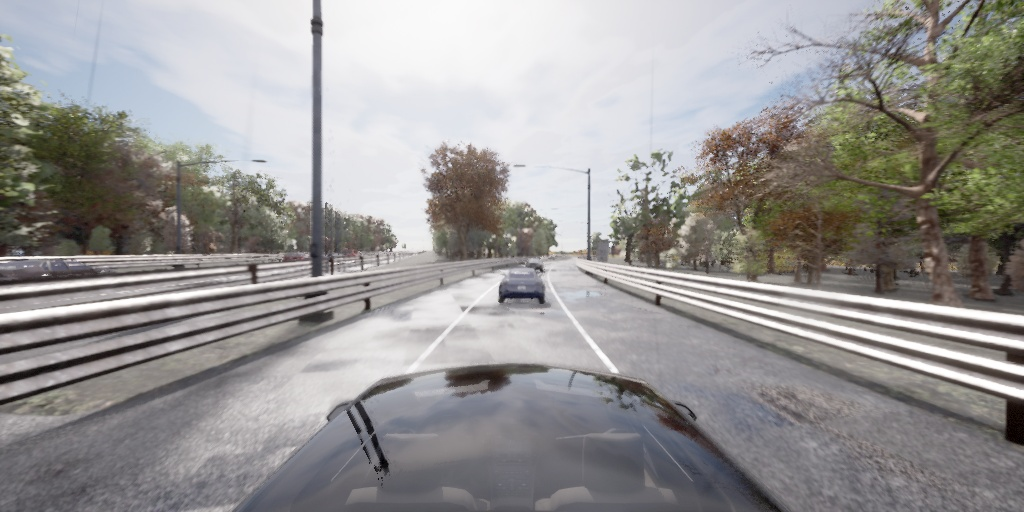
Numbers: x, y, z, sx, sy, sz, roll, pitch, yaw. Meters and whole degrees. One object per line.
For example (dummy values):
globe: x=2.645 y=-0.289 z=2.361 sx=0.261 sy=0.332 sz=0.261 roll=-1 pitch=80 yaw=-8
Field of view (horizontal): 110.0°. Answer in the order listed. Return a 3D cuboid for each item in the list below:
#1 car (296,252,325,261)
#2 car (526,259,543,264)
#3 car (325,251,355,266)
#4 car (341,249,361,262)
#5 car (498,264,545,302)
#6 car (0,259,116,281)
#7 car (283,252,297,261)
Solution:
car: x=-24.965 y=0.452 z=45.103 sx=1.812 sy=1.442 sz=4.674 roll=0 pitch=0 yaw=-12
car: x=2.487 y=1.022 z=39.941 sx=1.812 sy=1.442 sz=4.674 roll=0 pitch=1 yaw=7
car: x=-21.225 y=0.460 z=44.440 sx=1.837 sy=1.490 sz=4.892 roll=0 pitch=0 yaw=-13
car: x=-22.701 y=0.097 z=50.509 sx=2.150 sy=2.045 sz=5.566 roll=0 pitch=1 yaw=-13
car: x=0.473 y=1.224 z=16.260 sx=1.994 sy=1.385 sz=4.181 roll=0 pitch=0 yaw=3
car: x=-22.255 y=0.824 z=17.315 sx=2.033 sy=1.411 sz=5.357 roll=0 pitch=1 yaw=-13
car: x=-29.647 y=0.194 z=49.482 sx=2.097 sy=1.767 sz=4.553 roll=0 pitch=1 yaw=-13
